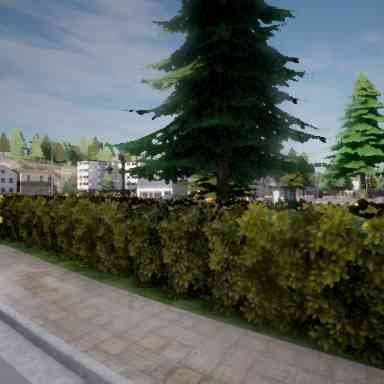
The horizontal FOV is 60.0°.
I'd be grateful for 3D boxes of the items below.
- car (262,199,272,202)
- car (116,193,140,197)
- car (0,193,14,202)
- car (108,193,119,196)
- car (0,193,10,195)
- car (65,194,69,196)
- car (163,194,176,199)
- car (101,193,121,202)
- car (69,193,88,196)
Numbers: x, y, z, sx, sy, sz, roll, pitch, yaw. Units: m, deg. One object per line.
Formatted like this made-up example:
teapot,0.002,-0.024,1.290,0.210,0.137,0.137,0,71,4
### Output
car,9.908,1.478,44.353,5.008,1.535,1.882,0,0,-45
car,-9.685,1.384,53.909,3.806,1.475,1.970,0,0,-45
car,-41.101,1.097,71.348,4.605,1.855,1.932,0,0,-45
car,-15.205,1.097,70.344,4.605,1.855,1.932,0,0,-45
car,-23.122,1.330,40.952,5.027,1.636,2.152,0,0,-45
car,-31.208,1.232,85.629,3.806,1.475,1.970,0,0,-45
car,-2.229,1.221,37.447,5.566,2.045,2.150,0,0,-45
car,-17.533,1.077,72.131,3.866,1.878,1.905,0,0,-45
car,-26.486,1.154,81.271,5.027,1.636,2.152,0,0,-45
